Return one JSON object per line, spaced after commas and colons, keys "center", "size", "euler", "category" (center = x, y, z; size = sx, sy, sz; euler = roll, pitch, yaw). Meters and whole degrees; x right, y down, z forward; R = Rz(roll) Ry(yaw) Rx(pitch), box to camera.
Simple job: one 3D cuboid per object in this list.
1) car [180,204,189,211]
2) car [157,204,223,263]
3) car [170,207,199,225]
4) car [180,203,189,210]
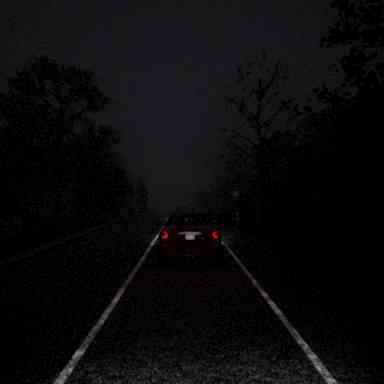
{"center": [-1.702, 3.649, 77.125], "size": [2.128, 1.511, 4.902], "euler": [0, -2, -1], "category": "car"}
{"center": [-0.095, 1.437, 12.461], "size": [2.097, 1.767, 4.553], "euler": [0, -1, -1], "category": "car"}
{"center": [-0.685, 1.876, 27.394], "size": [1.895, 1.301, 4.718], "euler": [0, -2, -7], "category": "car"}
{"center": [-1.952, 3.836, 87.288], "size": [2.097, 1.767, 4.553], "euler": [0, -2, -1], "category": "car"}
